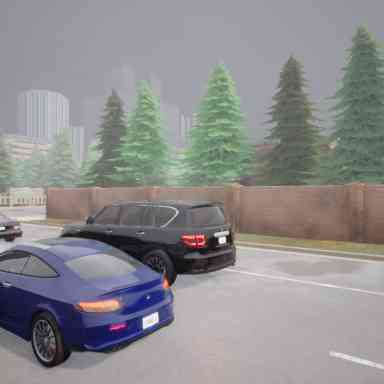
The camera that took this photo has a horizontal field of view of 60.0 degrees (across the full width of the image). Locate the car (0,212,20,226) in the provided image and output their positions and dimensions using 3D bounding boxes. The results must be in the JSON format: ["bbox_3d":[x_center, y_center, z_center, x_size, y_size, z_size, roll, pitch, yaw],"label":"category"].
[{"bbox_3d":[-9.760,1.547,15.263,5.357,1.411,2.033,0,0,39],"label":"car"}]

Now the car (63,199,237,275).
[{"bbox_3d":[-1.463,1.221,9.348,5.566,2.045,2.150,0,0,36],"label":"car"}]

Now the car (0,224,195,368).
[{"bbox_3d":[-2.415,1.526,5.731,4.674,1.442,1.812,0,0,36],"label":"car"}]
